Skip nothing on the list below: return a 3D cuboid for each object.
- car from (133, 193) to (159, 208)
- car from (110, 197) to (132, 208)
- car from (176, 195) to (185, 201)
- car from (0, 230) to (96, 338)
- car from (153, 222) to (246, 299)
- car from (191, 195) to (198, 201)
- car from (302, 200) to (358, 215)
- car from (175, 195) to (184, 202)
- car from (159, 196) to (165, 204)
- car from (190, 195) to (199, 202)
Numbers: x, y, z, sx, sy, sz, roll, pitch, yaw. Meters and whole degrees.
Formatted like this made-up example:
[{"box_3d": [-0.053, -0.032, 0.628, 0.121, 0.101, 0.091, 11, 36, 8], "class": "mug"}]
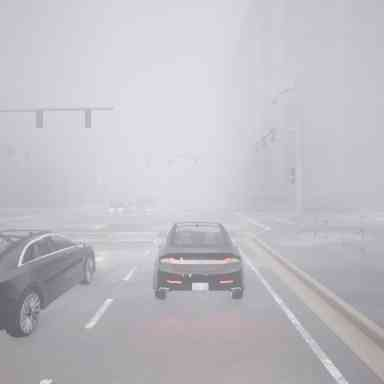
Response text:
[{"box_3d": [-6.735, 1.221, 49.393, 2.150, 2.045, 5.566, 0, 0, 2], "class": "car"}, {"box_3d": [-10.262, 1.564, 47.074, 1.994, 1.385, 4.181, 0, 0, 0], "class": "car"}, {"box_3d": [-2.889, 1.523, 85.404, 2.033, 1.411, 5.357, 0, 0, 0], "class": "car"}, {"box_3d": [-3.398, 1.492, 6.607, 2.128, 1.511, 4.902, 0, 0, 1], "class": "car"}, {"box_3d": [0.136, 1.492, 8.426, 2.128, 1.511, 4.902, 0, 0, 0], "class": "car"}, {"box_3d": [0.611, 1.461, 85.379, 1.882, 1.535, 5.008, 0, 0, 0], "class": "car"}, {"box_3d": [13.447, 1.492, 32.892, 5.357, 1.411, 2.033, 0, 0, 0], "class": "car"}, {"box_3d": [-2.959, 1.497, 75.701, 1.837, 1.490, 4.892, 0, 0, 0], "class": "car"}, {"box_3d": [-6.648, 1.491, 59.606, 2.128, 1.511, 4.902, 0, 0, 1], "class": "car"}, {"box_3d": [0.546, 1.593, 76.334, 1.895, 1.301, 4.718, 0, 0, 0], "class": "car"}]
